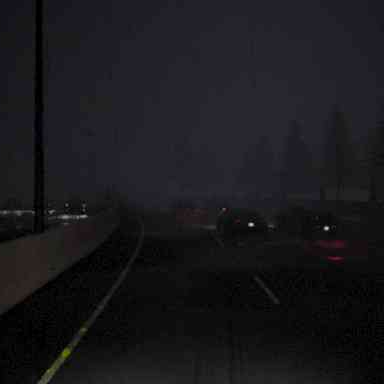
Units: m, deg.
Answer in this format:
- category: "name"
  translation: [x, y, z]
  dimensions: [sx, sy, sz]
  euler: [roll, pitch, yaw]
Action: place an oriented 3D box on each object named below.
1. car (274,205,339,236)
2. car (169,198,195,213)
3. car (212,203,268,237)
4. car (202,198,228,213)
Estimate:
- category: "car"
  translation: [6.091, 1.470, 18.216]
  dimensions: [1.837, 1.490, 4.892]
  euler: [0, 0, -7]
- category: "car"
  translation: [-1.099, 1.425, 35.295]
  dimensions: [2.128, 1.511, 4.902]
  euler: [0, 0, -16]
- category: "car"
  translation: [2.574, 1.530, 17.934]
  dimensions: [1.994, 1.385, 4.181]
  euler: [0, 0, -7]
- category: "car"
  translation: [2.515, 1.438, 35.376]
  dimensions: [1.837, 1.490, 4.892]
  euler: [0, 0, -16]
